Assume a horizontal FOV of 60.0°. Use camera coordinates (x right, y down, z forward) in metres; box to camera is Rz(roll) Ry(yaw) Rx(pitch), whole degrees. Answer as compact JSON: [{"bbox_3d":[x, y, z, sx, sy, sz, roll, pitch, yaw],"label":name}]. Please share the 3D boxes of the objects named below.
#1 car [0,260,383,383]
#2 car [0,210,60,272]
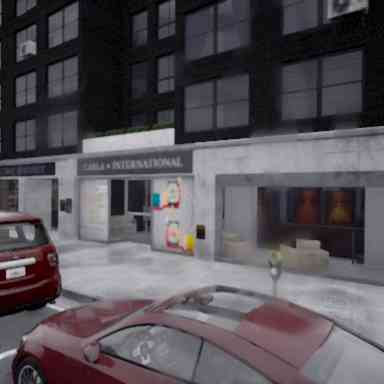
[{"bbox_3d":[0.067,1.569,3.027,4.206,1.307,1.802,1,1,35],"label":"car"},{"bbox_3d":[-4.545,1.254,6.305,5.009,1.841,2.192,1,1,35],"label":"car"}]
